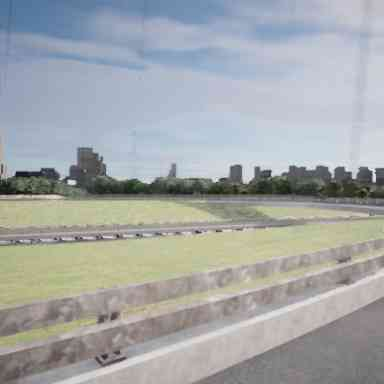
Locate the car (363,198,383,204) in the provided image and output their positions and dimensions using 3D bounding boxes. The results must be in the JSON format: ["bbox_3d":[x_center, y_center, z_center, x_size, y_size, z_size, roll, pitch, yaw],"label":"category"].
[{"bbox_3d":[42.827,2.232,77.648,2.033,1.411,5.357,0,-1,2],"label":"car"}]
